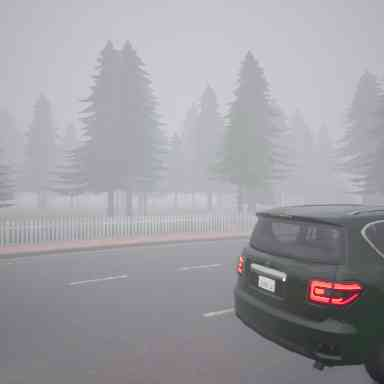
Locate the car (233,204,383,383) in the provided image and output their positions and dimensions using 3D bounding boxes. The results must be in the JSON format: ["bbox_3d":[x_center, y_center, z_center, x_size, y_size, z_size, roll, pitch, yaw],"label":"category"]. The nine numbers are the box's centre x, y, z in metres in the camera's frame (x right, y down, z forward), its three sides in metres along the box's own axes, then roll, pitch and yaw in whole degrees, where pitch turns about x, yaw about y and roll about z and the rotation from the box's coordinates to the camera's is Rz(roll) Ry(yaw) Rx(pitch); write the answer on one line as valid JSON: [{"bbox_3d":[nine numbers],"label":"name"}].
[{"bbox_3d":[3.305,1.222,5.349,5.566,2.045,2.150,0,0,-27],"label":"car"}]
